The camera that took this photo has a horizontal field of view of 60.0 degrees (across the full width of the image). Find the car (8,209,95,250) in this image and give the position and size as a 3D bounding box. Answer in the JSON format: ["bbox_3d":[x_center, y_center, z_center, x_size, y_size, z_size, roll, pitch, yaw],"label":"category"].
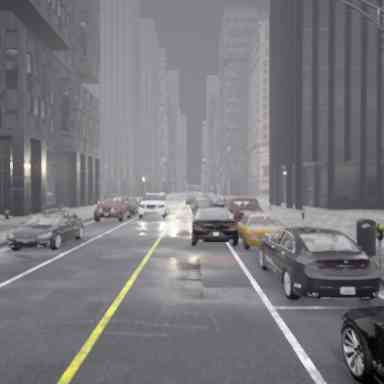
[{"bbox_3d":[-5.767,1.471,13.678,2.008,1.369,4.403,0,0,0],"label":"car"}]

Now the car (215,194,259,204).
[{"bbox_3d":[2.757,1.203,19.284,2.192,1.841,5.009,0,0,0],"label":"car"}]

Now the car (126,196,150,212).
[{"bbox_3d":[-5.769,1.231,36.085,1.967,1.590,4.097,0,0,0],"label":"car"}]

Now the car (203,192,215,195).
[{"bbox_3d":[2.756,1.200,41.691,1.967,1.590,4.097,0,0,0],"label":"car"}]

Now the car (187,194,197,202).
[{"bbox_3d":[-0.004,1.135,66.037,1.837,1.490,4.892,0,0,0],"label":"car"}]

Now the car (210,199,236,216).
[{"bbox_3d":[2.757,1.389,30.488,1.947,1.339,4.313,0,0,0],"label":"car"}]

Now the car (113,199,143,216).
[{"bbox_3d":[-5.768,1.389,30.484,1.947,1.339,4.313,0,0,0],"label":"car"}]

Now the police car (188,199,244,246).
[{"bbox_3d":[0.899,1.338,14.989,1.930,1.638,5.238,0,0,0],"label":"police car"}]

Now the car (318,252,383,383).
[{"bbox_3d":[2.759,1.551,2.480,1.947,1.339,4.313,0,0,0],"label":"car"}]

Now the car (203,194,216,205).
[{"bbox_3d":[2.755,1.136,52.894,1.967,1.590,4.097,0,0,0],"label":"car"}]

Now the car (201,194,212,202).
[{"bbox_3d":[2.755,1.183,64.098,2.008,1.369,4.403,0,0,0],"label":"car"}]

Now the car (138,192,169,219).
[{"bbox_3d":[-3.100,1.060,27.854,2.150,2.045,5.566,0,0,0],"label":"car"}]

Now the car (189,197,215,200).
[{"bbox_3d":[0.898,1.361,24.880,1.837,1.490,4.892,0,0,0],"label":"car"}]

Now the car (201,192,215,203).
[{"bbox_3d":[2.754,0.979,58.495,2.192,1.841,5.009,0,0,0],"label":"car"}]

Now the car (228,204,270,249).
[{"bbox_3d":[2.758,1.445,13.852,1.752,1.417,4.829,0,0,0],"label":"car"}]

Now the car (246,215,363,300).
[{"bbox_3d":[2.759,1.503,8.082,2.008,1.369,4.403,0,0,0],"label":"car"}]

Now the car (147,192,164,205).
[{"bbox_3d":[-5.771,1.011,52.891,2.192,1.841,5.009,0,0,0],"label":"car"}]

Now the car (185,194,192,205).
[{"bbox_3d":[-0.001,1.316,49.462,1.895,1.301,4.718,0,0,0],"label":"car"}]

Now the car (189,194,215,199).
[{"bbox_3d":[0.878,1.276,31.070,1.801,1.575,5.366,0,0,0],"label":"car"}]

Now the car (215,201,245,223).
[{"bbox_3d":[2.758,1.438,24.887,1.802,1.307,4.206,0,0,0],"label":"car"}]

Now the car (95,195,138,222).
[{"bbox_3d":[-5.768,1.171,24.881,2.192,1.841,5.009,0,0,0],"label":"car"}]
